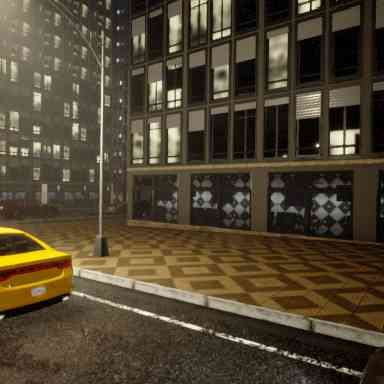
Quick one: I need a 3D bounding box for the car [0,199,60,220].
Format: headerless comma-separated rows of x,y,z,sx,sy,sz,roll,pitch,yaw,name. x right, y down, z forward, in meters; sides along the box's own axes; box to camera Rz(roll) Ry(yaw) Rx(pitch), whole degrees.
-14.388,1.519,29.600,2.192,1.841,5.009,1,0,36,car

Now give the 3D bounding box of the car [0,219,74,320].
-4.540,1.474,6.890,5.008,1.535,1.882,0,0,35,car

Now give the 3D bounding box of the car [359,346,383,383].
3.479,1.548,1.217,5.357,1.411,2.033,0,0,35,car

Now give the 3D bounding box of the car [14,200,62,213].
-17.913,1.643,38.964,1.752,1.417,4.829,1,0,36,car

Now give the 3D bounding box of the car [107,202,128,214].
-7.617,1.830,38.831,1.752,1.417,4.829,1,0,36,car
